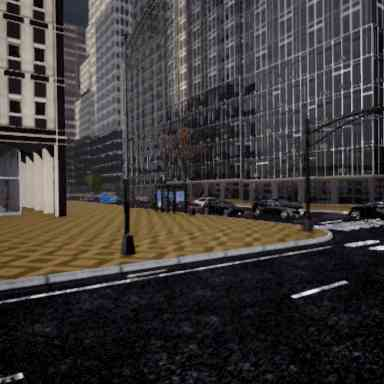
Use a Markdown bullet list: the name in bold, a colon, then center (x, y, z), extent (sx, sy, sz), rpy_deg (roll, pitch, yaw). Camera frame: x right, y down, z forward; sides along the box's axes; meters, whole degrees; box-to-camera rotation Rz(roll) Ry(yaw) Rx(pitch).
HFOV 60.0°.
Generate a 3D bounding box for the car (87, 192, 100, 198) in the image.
- **car**: center (-25.520, 0.692, 85.853), extent (2.008, 1.369, 4.403), rpy_deg (-1, 1, -34)

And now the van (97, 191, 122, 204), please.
- **van**: center (-13.196, 0.941, 52.970), extent (1.690, 1.788, 3.998), rpy_deg (-1, 1, -34)

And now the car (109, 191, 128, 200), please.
- **car**: center (-15.899, 0.618, 71.774), extent (2.192, 1.841, 5.009), rpy_deg (-1, 1, -34)

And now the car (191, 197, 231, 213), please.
- **car**: center (1.932, 1.293, 35.417), extent (1.812, 1.442, 4.674), rpy_deg (-1, 1, -34)

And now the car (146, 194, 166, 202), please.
- **car**: center (-6.277, 1.045, 57.700), extent (1.802, 1.307, 4.206), rpy_deg (-1, 1, -34)

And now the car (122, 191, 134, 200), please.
- **car**: center (-13.416, 0.928, 63.520), extent (1.837, 1.490, 4.892), rpy_deg (-1, 1, -34)

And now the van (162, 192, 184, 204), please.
- **van**: center (-3.071, 0.856, 53.004), extent (1.690, 1.788, 3.998), rpy_deg (-1, 1, -34)

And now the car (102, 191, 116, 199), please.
- **car**: center (-19.106, 0.689, 76.467), extent (1.967, 1.590, 4.097), rpy_deg (-1, 1, -34)

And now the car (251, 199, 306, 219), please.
- **car**: center (7.139, 1.341, 27.795), extent (2.128, 1.511, 4.902), rpy_deg (-1, 1, -34)

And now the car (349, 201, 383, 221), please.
- **car**: center (13.523, 1.357, 23.608), extent (2.128, 1.511, 4.902), rpy_deg (-1, 1, -26)

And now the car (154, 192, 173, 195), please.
- **car**: center (-3.906, 1.178, 43.966), extent (1.837, 1.490, 4.892), rpy_deg (-1, 1, -34)

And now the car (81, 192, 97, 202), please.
- **car**: center (-19.610, 1.044, 62.357), extent (2.008, 1.369, 4.403), rpy_deg (0, 1, -34)

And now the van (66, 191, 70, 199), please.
- **van**: center (-29.231, 0.674, 76.432), extent (1.690, 1.788, 3.998), rpy_deg (0, 1, -34)

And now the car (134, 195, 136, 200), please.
- **car**: center (-12.691, 0.938, 67.085), extent (1.802, 1.307, 4.206), rpy_deg (-1, 1, -34)

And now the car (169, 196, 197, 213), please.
- **car**: center (-0.461, 1.390, 34.142), extent (1.802, 1.307, 4.206), rpy_deg (-1, 1, -34)

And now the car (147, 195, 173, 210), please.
- **car**: center (-3.620, 1.322, 38.867), extent (1.947, 1.339, 4.313), rpy_deg (-1, 1, -34)

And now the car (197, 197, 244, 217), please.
- **car**: center (2.732, 1.426, 29.438), extent (1.947, 1.339, 4.313), rpy_deg (-1, 1, -34)
